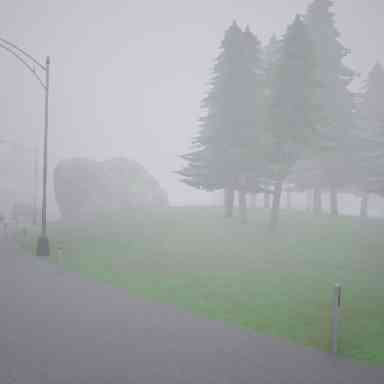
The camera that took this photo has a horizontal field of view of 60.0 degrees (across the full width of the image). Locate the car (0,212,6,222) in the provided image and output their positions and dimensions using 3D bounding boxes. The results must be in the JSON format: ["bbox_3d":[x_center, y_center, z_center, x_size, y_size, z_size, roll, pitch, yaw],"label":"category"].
[{"bbox_3d":[-20.449,2.405,33.528,1.994,1.385,4.181,2,-3,-9],"label":"car"}]

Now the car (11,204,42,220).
[{"bbox_3d":[-21.251,2.590,43.322,2.150,2.045,5.566,2,-4,1],"label":"car"}]
